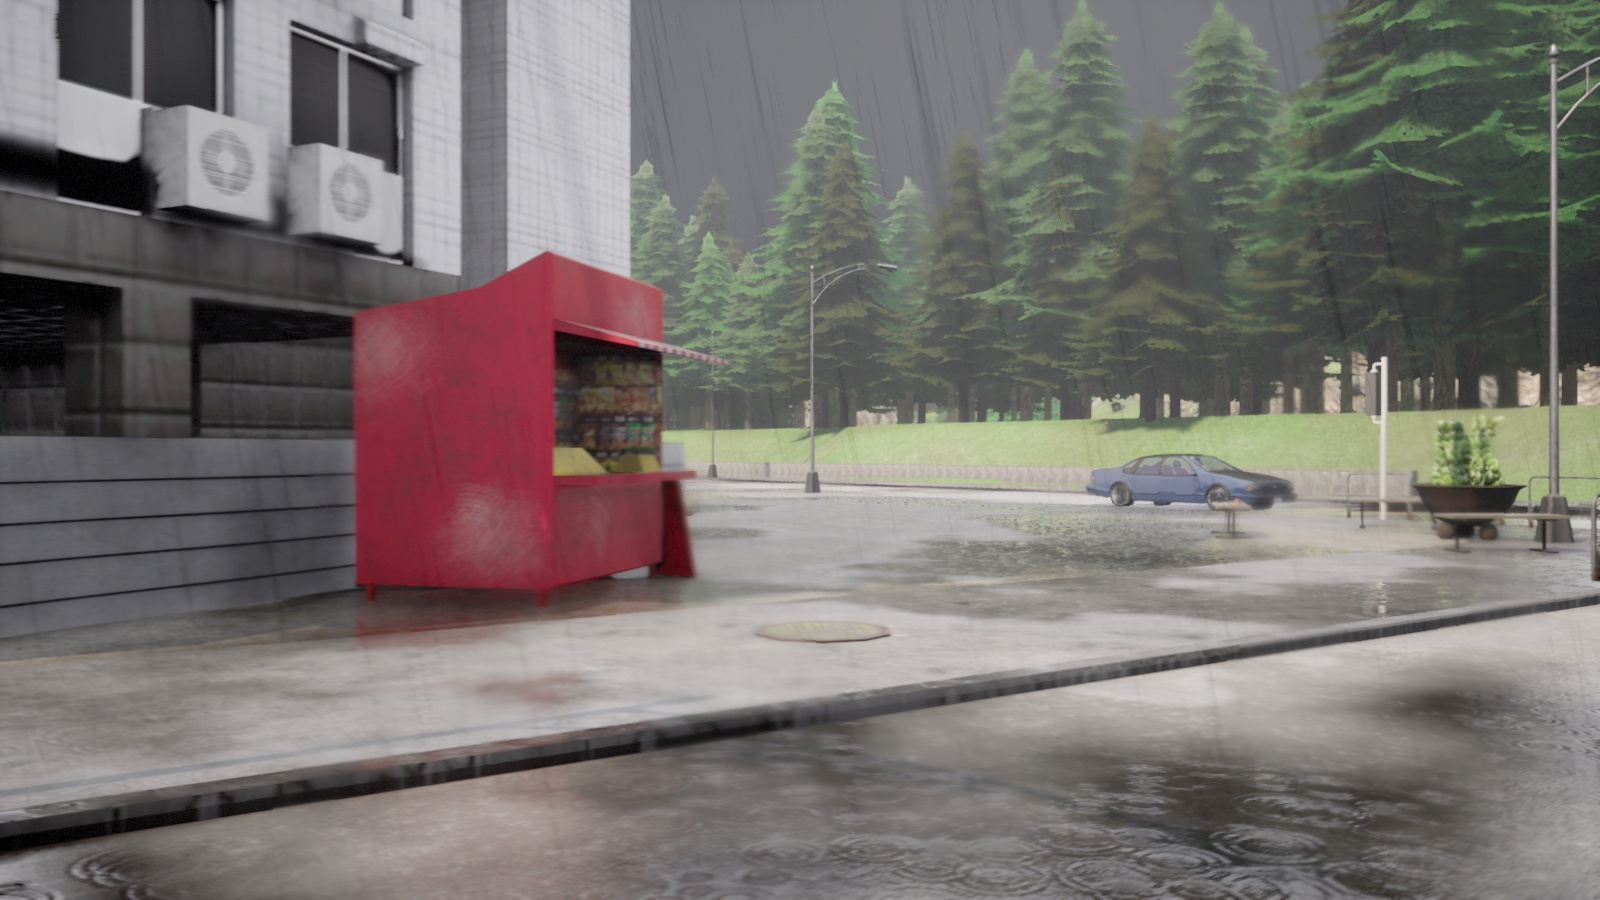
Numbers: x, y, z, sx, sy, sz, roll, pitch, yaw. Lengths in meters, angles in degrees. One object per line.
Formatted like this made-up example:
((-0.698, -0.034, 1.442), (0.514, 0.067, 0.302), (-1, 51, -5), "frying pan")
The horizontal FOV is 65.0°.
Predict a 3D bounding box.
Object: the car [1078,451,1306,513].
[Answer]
((9.745, 0.741, 31.662), (2.033, 1.411, 5.357), (0, 0, -35), "car")
